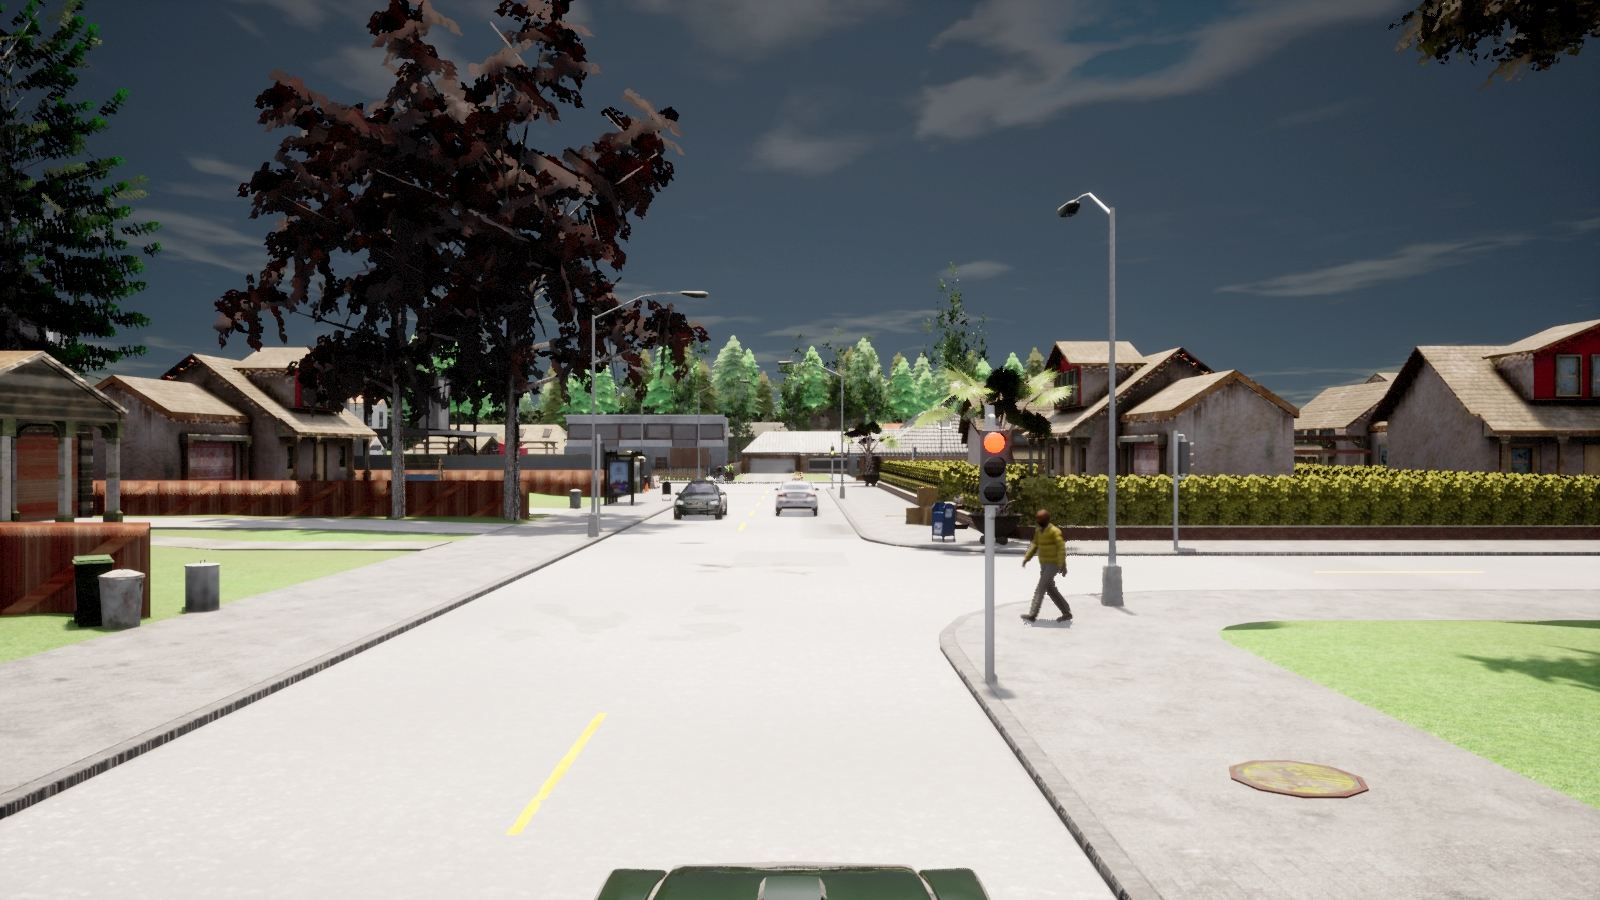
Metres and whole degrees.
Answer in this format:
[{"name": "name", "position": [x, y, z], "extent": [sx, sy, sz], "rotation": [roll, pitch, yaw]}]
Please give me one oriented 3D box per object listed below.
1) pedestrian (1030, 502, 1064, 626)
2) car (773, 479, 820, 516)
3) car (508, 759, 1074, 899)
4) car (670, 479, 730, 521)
[{"name": "pedestrian", "position": [3.807, 1.743, 17.602], "extent": [0.375, 1.860, 0.375], "rotation": [0, 0, -21]}, {"name": "car", "position": [-0.141, 2.082, 50.659], "extent": [2.002, 1.442, 4.674], "rotation": [0, 0, 0]}, {"name": "car", "position": [-0.028, 2.155, 3.193], "extent": [1.895, 1.301, 4.718], "rotation": [0, 0, 0]}, {"name": "car", "position": [-4.107, 2.038, 47.608], "extent": [2.038, 1.542, 4.974], "rotation": [0, 0, 0]}]
